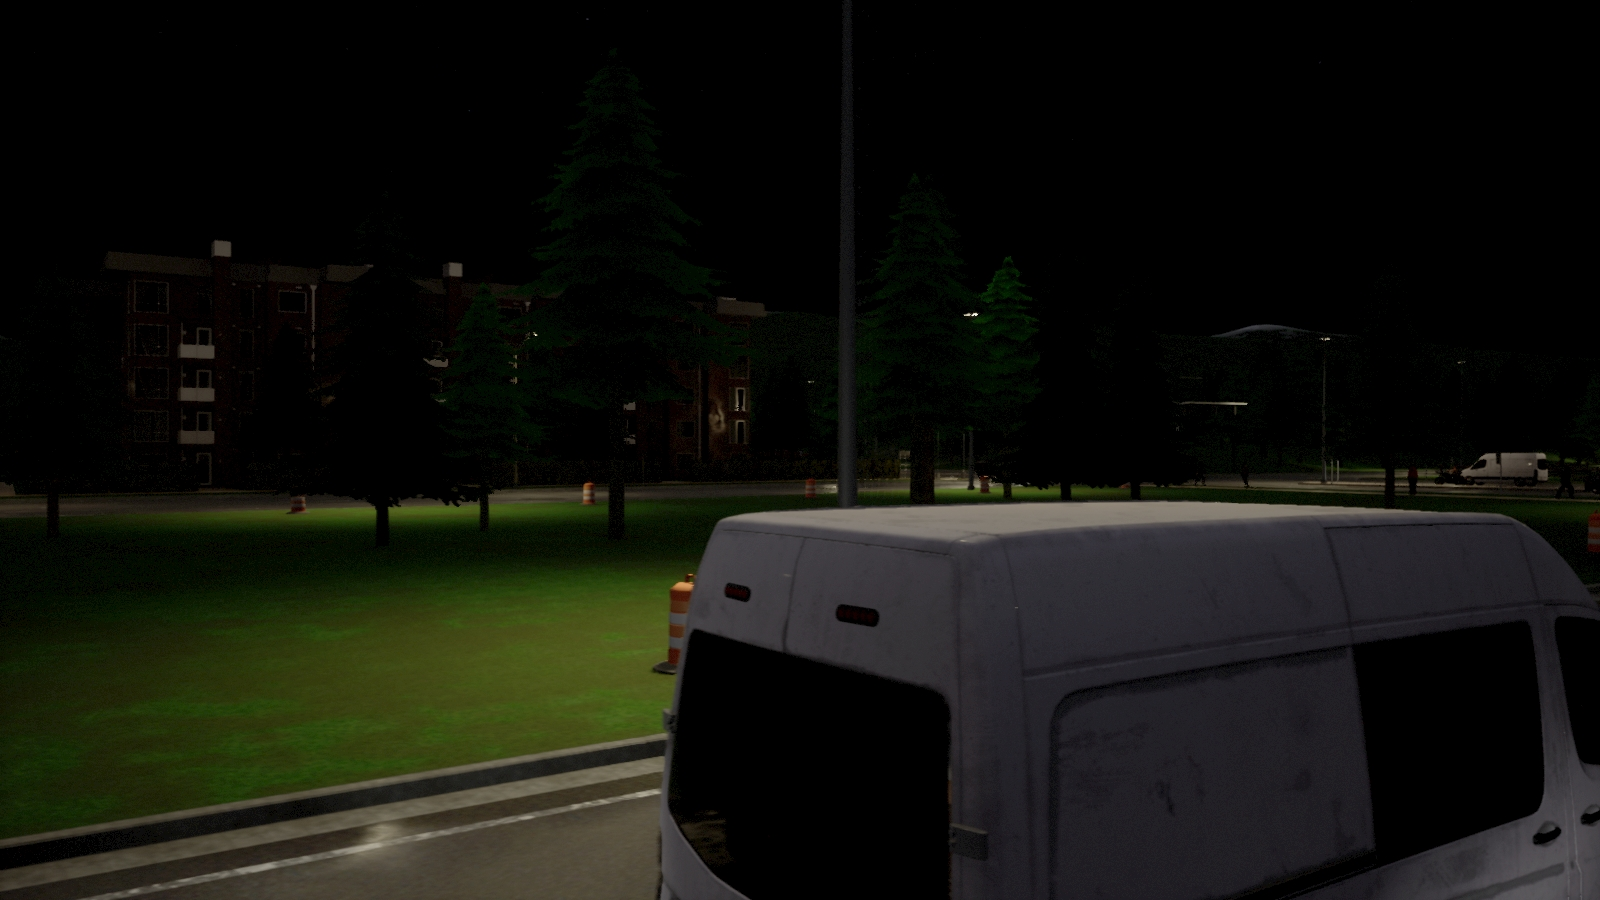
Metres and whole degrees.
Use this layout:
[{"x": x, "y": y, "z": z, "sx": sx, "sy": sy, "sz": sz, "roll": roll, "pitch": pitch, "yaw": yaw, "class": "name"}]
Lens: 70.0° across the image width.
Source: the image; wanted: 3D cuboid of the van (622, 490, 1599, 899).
[{"x": 2.290, "y": 1.530, "z": 5.393, "sx": 5.915, "sy": 2.561, "sz": 1.988, "roll": 1, "pitch": 0, "yaw": -35, "class": "van"}]
